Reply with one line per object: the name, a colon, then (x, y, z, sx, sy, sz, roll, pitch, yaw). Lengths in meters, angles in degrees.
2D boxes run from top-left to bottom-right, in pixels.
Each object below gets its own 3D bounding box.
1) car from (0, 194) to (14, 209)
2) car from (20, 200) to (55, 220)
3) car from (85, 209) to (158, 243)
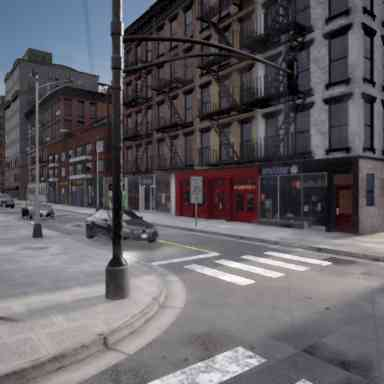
car: (-24.553, 1.220, 42.910, 2.150, 2.045, 5.566, 0, 0, -38)
car: (-12.825, 1.446, 27.495, 2.128, 1.511, 4.902, 0, 0, -37)
car: (-3.383, 1.507, 15.235, 1.812, 1.442, 4.674, 0, 0, -39)
